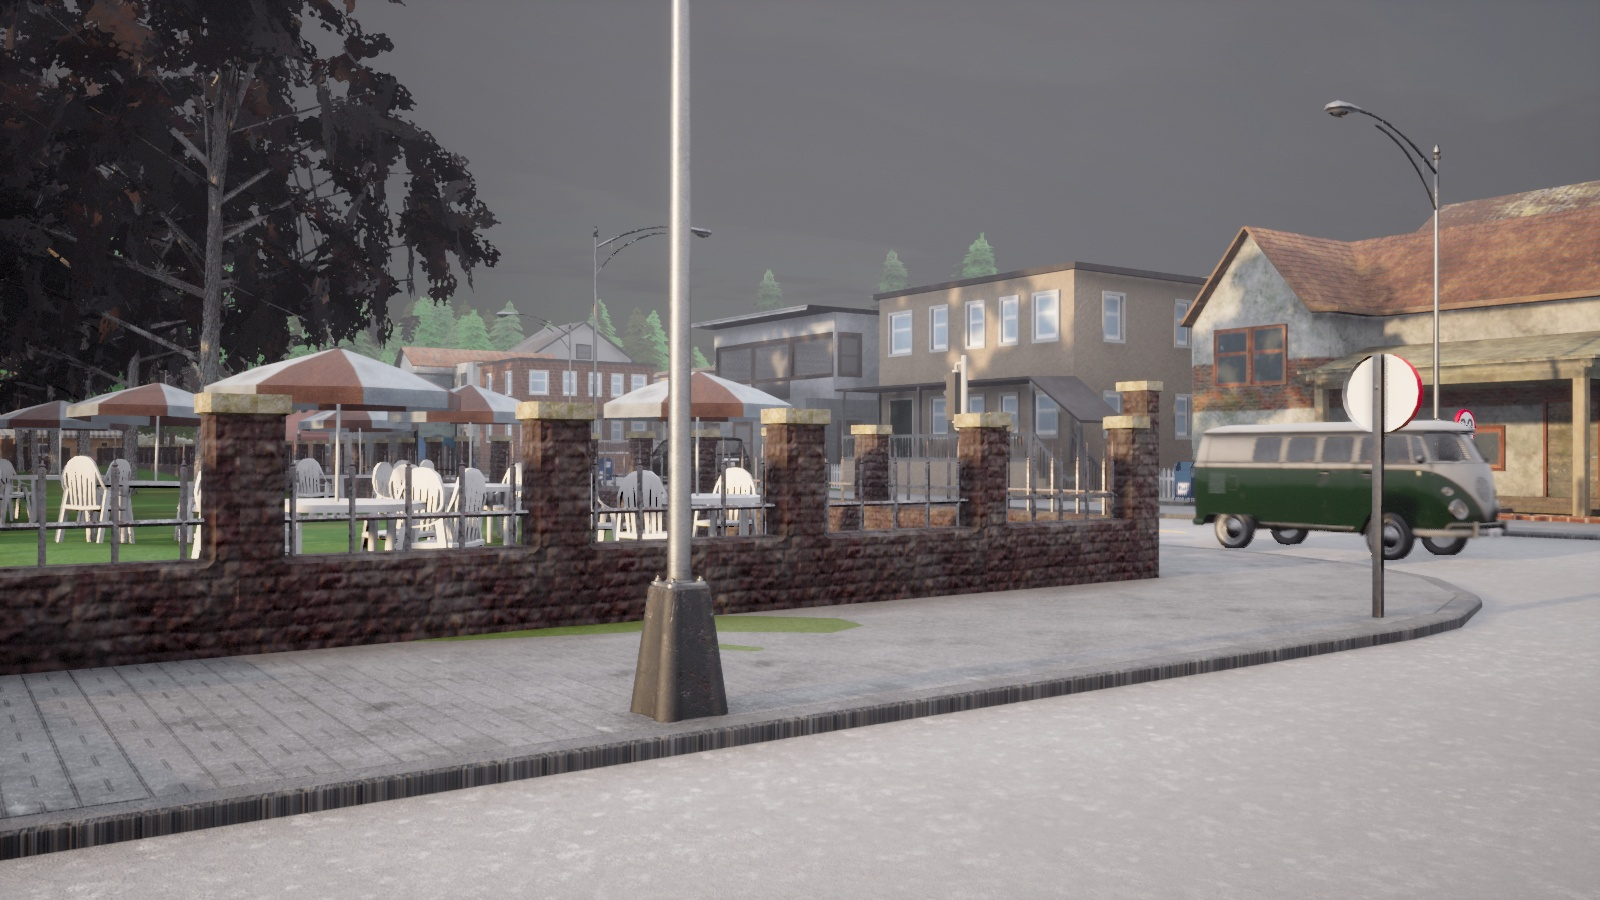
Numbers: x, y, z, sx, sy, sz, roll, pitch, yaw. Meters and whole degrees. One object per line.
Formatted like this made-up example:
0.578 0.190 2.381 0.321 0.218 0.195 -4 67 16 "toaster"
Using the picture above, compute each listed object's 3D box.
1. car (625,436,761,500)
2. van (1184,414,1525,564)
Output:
-3.768 0.577 43.111 2.150 2.045 5.566 0 0 -35 "car"
8.212 0.527 19.009 1.775 1.987 4.442 0 0 -35 "van"
